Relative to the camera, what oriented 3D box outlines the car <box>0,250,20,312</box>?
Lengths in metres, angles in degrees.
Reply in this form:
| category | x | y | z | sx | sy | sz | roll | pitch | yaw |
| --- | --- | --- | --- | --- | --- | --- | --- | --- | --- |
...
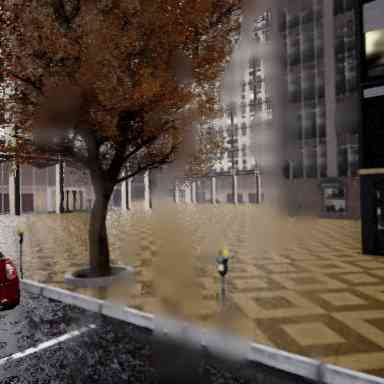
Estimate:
| category | x | y | z | sx | sy | sz | roll | pitch | yaw |
| --- | --- | --- | --- | --- | --- | --- | --- | --- | --- |
| car | -5.275 | 1.501 | 6.658 | 4.097 | 1.590 | 1.967 | -1 | -1 | 36 |
